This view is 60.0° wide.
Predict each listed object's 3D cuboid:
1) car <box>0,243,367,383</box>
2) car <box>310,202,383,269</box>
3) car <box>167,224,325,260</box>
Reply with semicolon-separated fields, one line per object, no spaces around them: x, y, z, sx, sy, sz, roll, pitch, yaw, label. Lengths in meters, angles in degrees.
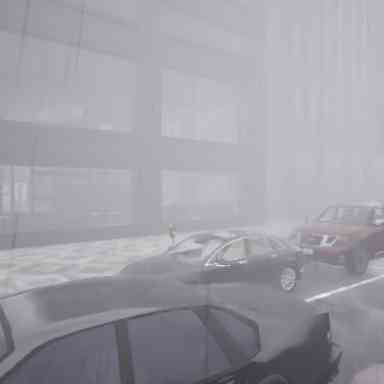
-0.954;1.543;2.698;5.357;1.411;2.033;0;0;-35;car
5.153;1.247;10.323;5.009;1.841;2.192;0;0;-35;car
0.580;1.521;7.061;4.403;1.369;2.008;0;0;-35;car
